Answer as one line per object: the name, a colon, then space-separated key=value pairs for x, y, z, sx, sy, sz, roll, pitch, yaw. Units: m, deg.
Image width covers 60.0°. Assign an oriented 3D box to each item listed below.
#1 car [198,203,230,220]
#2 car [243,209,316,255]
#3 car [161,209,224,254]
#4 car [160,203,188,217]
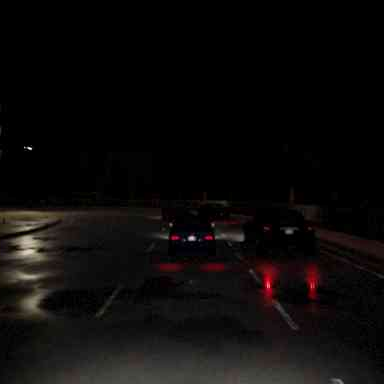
car: x=1.855 y=1.765 z=30.674 sx=1.882 sy=1.535 sz=5.008 roll=0 pitch=0 yaw=-16
car: x=3.496 y=1.483 z=14.086 sx=2.097 sy=1.767 sz=4.553 roll=0 pitch=-1 yaw=0
car: x=-0.003 y=1.679 z=13.991 sx=2.033 sy=1.411 sz=5.357 roll=0 pitch=-1 yaw=0
car: x=-1.529 y=1.756 z=29.783 sx=1.882 sy=1.535 sz=5.008 roll=0 pitch=0 yaw=-16
